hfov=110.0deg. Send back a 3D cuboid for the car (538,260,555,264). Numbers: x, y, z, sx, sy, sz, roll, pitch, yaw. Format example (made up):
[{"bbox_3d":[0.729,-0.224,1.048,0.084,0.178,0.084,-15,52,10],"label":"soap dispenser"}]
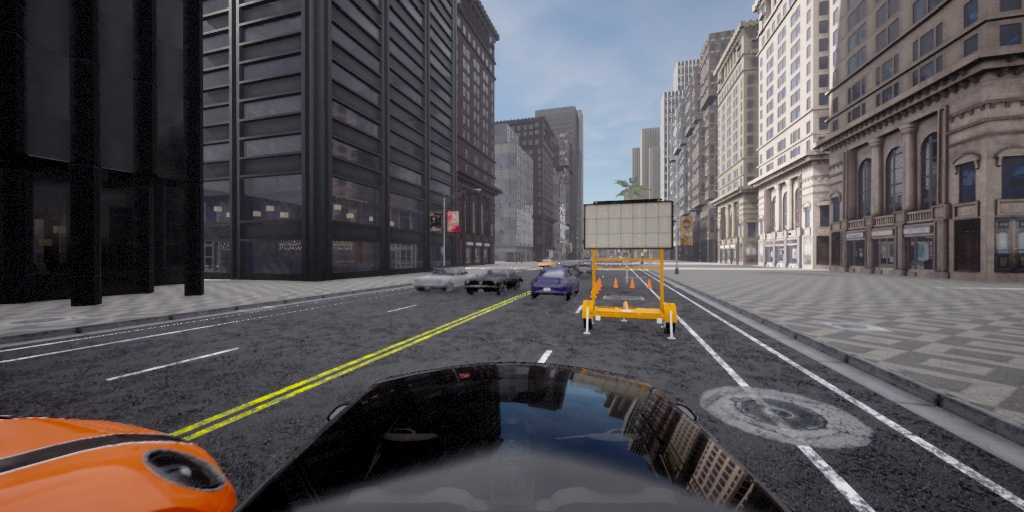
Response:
[{"bbox_3d":[4.861,1.241,50.267,1.882,1.535,5.008,0,0,17],"label":"car"}]

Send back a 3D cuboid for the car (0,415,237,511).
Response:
[{"bbox_3d":[-2.957,1.102,0.266,2.097,1.767,4.553,0,0,17],"label":"car"}]

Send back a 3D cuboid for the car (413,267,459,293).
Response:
[{"bbox_3d":[-3.817,1.351,20.967,1.895,1.301,4.718,0,0,16],"label":"car"}]

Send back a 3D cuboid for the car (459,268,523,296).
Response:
[{"bbox_3d":[-0.885,1.351,19.420,1.895,1.301,4.718,0,0,16],"label":"car"}]

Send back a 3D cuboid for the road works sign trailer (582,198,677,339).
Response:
[{"bbox_3d":[3.282,0.214,10.250,2.380,3.560,2.880,0,0,17],"label":"road works sign trailer"}]

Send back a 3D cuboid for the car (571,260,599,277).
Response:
[{"bbox_3d":[7.369,1.245,35.148,2.128,1.511,4.902,0,0,17],"label":"car"}]

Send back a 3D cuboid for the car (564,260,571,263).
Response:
[{"bbox_3d":[7.760,1.269,48.609,1.837,1.490,4.892,0,-1,17],"label":"car"}]

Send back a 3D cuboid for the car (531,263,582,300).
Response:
[{"bbox_3d":[2.173,1.275,17.589,1.812,1.442,4.674,0,0,16],"label":"car"}]
